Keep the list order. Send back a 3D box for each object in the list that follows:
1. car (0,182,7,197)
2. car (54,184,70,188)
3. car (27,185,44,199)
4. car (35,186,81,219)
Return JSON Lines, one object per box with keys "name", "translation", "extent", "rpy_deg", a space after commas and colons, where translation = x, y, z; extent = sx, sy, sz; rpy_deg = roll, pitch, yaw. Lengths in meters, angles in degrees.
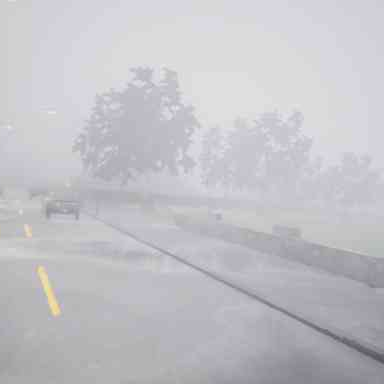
{"name": "car", "translation": [-20.099, -0.334, 33.795], "extent": [1.837, 1.490, 4.892], "rpy_deg": [5, 0, -29]}
{"name": "car", "translation": [-24.242, -0.828, 62.567], "extent": [2.033, 1.415, 5.357], "rpy_deg": [5, 0, 21]}
{"name": "car", "translation": [-16.178, 0.002, 35.077], "extent": [1.837, 1.490, 4.892], "rpy_deg": [5, 1, -29]}
{"name": "car", "translation": [-8.108, 0.728, 20.448], "extent": [2.128, 1.511, 4.902], "rpy_deg": [5, 0, -29]}
